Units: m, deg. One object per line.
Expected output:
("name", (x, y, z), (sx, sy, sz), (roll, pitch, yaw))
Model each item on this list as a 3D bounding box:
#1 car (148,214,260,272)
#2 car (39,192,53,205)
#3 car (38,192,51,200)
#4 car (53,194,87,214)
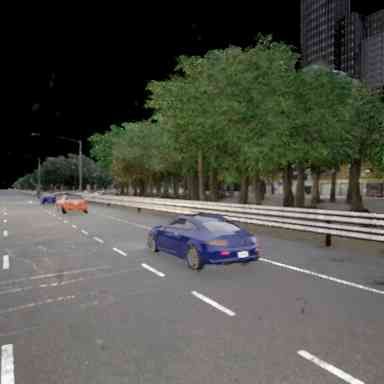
("car", (0.173, 1.404, 10.464), (1.812, 1.442, 4.674), (0, 1, -29))
("car", (-20.315, 0.952, 47.029), (1.882, 1.535, 5.008), (-1, 1, -29))
("car", (-28.644, 0.760, 64.828), (1.837, 1.490, 4.892), (0, 1, -18))
("car", (-11.114, 0.995, 30.602), (2.097, 1.767, 4.553), (0, 1, -29))
